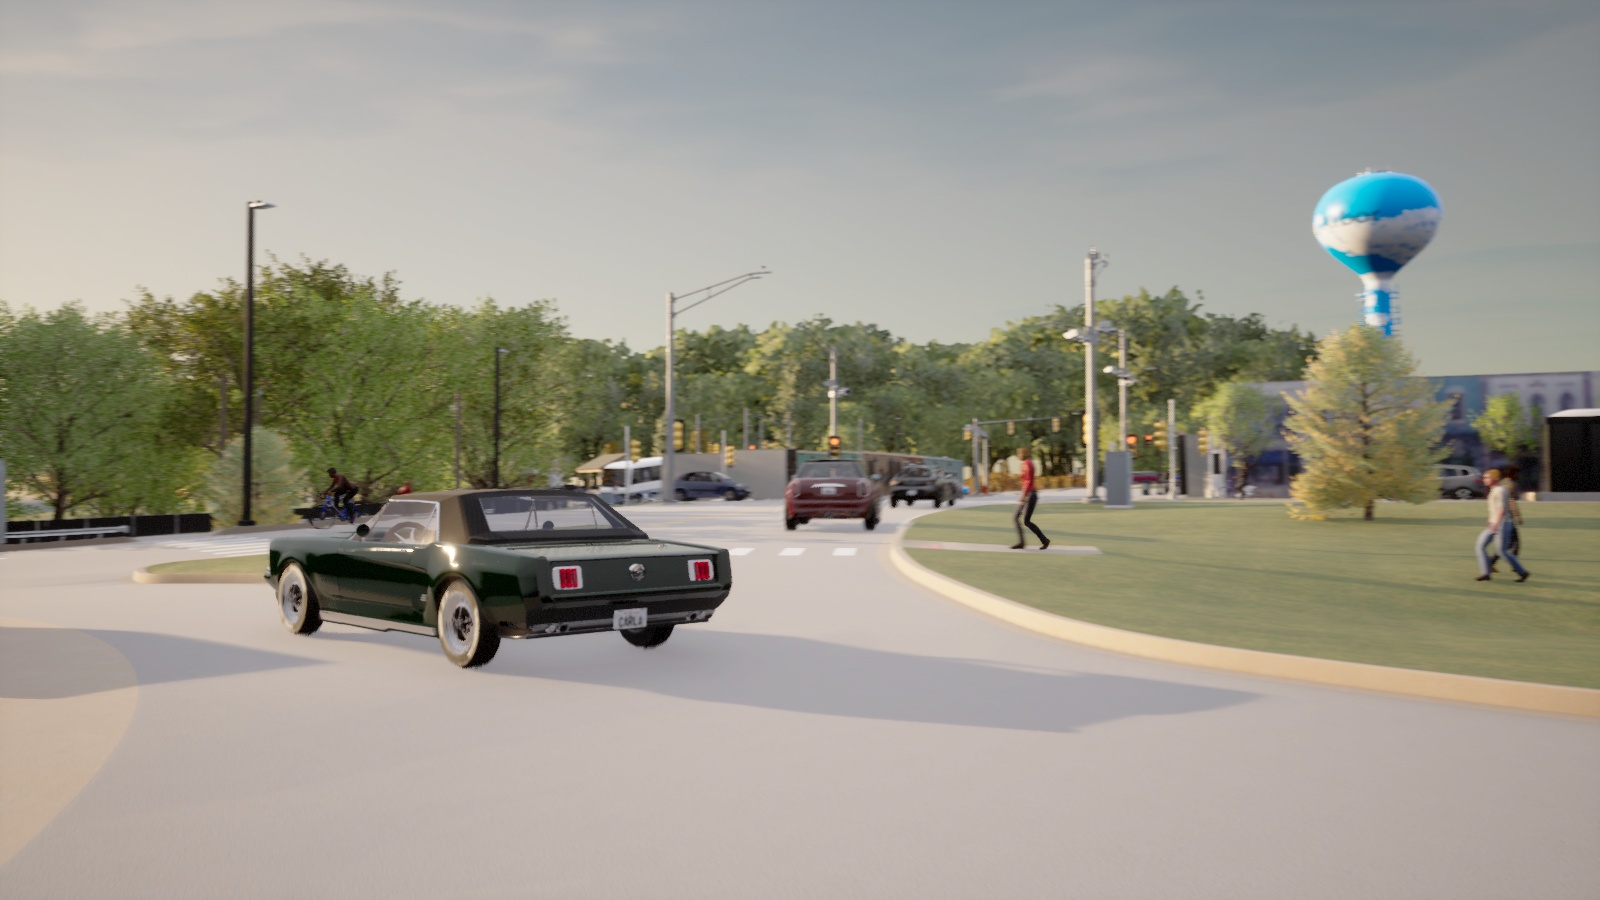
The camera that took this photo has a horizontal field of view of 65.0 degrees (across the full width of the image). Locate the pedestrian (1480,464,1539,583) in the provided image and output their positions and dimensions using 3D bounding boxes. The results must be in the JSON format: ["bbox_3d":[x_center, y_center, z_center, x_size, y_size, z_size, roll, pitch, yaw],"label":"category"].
[{"bbox_3d":[11.056,1.138,19.585,0.706,1.836,0.354,-1,-2,15],"label":"pedestrian"}]

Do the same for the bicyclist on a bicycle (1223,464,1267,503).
[{"bbox_3d":[20.416,1.529,57.644,1.843,1.776,0.659,0,-2,22],"label":"bicyclist on a bicycle"}]

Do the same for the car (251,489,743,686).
[{"bbox_3d":[-2.769,0.981,10.662,1.895,1.301,4.718,2,-3,-45],"label":"car"}]

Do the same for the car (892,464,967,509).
[{"bbox_3d":[4.544,1.253,43.658,1.816,1.474,4.193,-1,-1,17],"label":"car"}]

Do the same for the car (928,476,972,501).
[{"bbox_3d":[9.377,2.400,78.427,1.845,1.501,3.633,-1,-2,22],"label":"car"}]

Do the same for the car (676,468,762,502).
[{"bbox_3d":[-4.126,1.795,64.287,3.988,1.617,1.851,-2,-3,15],"label":"car"}]

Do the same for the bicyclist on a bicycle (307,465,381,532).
[{"bbox_3d":[-11.964,1.258,32.958,1.656,1.620,0.582,-3,1,-42],"label":"bicyclist on a bicycle"}]

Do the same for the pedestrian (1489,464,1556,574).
[{"bbox_3d":[11.956,1.135,20.783,0.869,1.805,0.328,0,-2,10],"label":"pedestrian"}]

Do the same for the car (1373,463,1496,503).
[{"bbox_3d":[27.553,1.438,54.705,4.611,1.667,2.242,0,-2,23],"label":"car"}]

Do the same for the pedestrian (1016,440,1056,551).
[{"bbox_3d":[3.975,0.763,21.152,0.636,1.846,0.331,0,-2,11],"label":"pedestrian"}]

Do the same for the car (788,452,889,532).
[{"bbox_3d":[1.025,0.974,30.376,2.097,1.767,4.553,0,-1,6],"label":"car"}]
